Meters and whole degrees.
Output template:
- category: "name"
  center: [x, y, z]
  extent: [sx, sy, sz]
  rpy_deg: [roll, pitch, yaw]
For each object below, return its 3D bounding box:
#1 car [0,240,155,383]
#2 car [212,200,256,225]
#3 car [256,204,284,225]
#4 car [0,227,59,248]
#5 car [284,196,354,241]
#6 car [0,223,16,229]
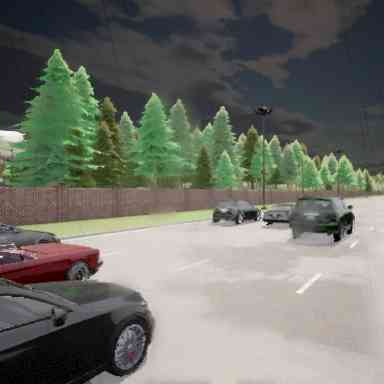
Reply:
- category: "car"
  center: [-2.350, 1.526, 3.290]
  extent: [1.812, 1.442, 4.674]
  rpy_deg: [0, 0, 34]
- category: "car"
  center: [3.356, 1.350, 24.485]
  extent: [2.097, 1.767, 4.553]
  rpy_deg: [0, 0, 34]
- category: "car"
  center: [6.634, 1.547, 23.093]
  extent: [2.033, 1.411, 5.357]
  rpy_deg: [0, 0, 34]
- category: "car"
  center: [-4.180, 1.600, 6.857]
  extent: [1.895, 1.301, 4.718]
  rpy_deg: [0, 0, 34]
- category: "car"
  center: [6.755, 1.222, 16.960]
  extent: [2.150, 2.045, 5.566]
  rpy_deg: [0, 0, 34]
- category: "car"
  center: [-6.199, 1.563, 10.138]
  extent: [1.994, 1.385, 4.181]
  rpy_deg: [0, 0, 34]
